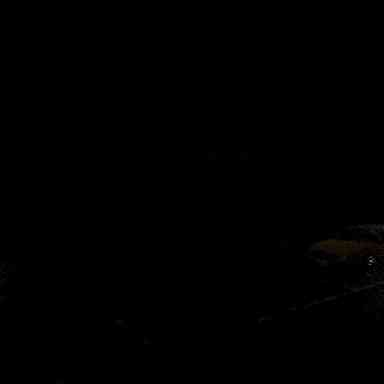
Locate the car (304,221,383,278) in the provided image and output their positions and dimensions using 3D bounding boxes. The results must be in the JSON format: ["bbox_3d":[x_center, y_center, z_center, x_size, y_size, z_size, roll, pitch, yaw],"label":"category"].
[{"bbox_3d":[5.502,1.626,10.435,4.829,1.417,1.752,1,0,-35],"label":"car"}]
